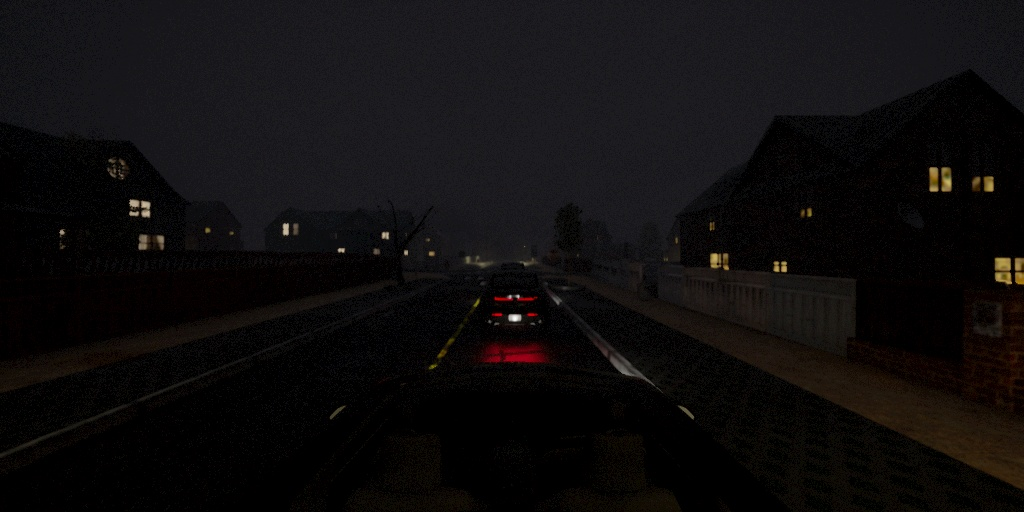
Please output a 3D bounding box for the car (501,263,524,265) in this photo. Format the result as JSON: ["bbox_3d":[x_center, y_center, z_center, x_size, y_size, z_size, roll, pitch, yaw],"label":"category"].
[{"bbox_3d":[0.042,1.120,20.905,1.837,1.490,4.892,0,0,0],"label":"car"}]

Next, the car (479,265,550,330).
[{"bbox_3d":[0.070,1.188,10.885,1.837,1.490,4.892,0,1,0],"label":"car"}]
